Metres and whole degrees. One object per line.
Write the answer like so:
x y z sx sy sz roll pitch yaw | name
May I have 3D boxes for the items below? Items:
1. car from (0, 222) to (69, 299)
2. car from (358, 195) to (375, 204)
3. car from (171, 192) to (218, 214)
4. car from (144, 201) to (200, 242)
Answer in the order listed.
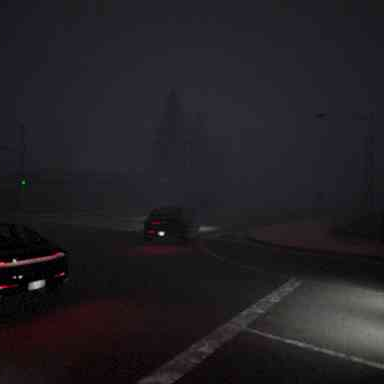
-4.758 1.424 7.386 4.902 1.511 2.128 1 1 36 | car
31.129 1.265 59.224 2.097 1.767 4.553 1 0 37 | car
0.215 1.067 30.454 2.150 2.045 5.566 1 0 38 | car
-0.934 1.419 15.919 1.837 1.490 4.892 -3 0 7 | car
